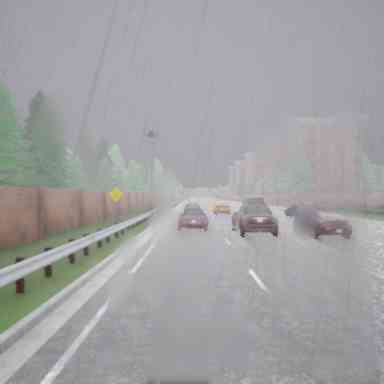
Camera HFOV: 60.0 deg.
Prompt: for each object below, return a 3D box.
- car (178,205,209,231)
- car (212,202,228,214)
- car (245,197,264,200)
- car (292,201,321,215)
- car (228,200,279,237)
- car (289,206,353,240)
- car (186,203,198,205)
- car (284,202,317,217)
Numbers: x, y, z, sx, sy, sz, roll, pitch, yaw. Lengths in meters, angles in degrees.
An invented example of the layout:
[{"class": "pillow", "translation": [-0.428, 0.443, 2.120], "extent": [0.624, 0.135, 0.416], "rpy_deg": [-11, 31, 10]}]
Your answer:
[{"class": "car", "translation": [0.099, 1.813, 22.541], "extent": [1.994, 1.385, 4.181], "rpy_deg": [0, -1, 0]}, {"class": "car", "translation": [3.597, 1.932, 41.281], "extent": [1.882, 1.535, 5.008], "rpy_deg": [0, 0, 0]}, {"class": "car", "translation": [7.098, 1.646, 38.473], "extent": [2.150, 2.045, 5.566], "rpy_deg": [0, 0, 0]}, {"class": "car", "translation": [14.098, 1.932, 41.282], "extent": [1.882, 1.535, 5.008], "rpy_deg": [0, 0, 0]}, {"class": "car", "translation": [3.599, 1.569, 19.688], "extent": [2.097, 1.767, 4.553], "rpy_deg": [0, -1, 0]}, {"class": "car", "translation": [7.100, 1.728, 18.317], "extent": [1.812, 1.442, 4.674], "rpy_deg": [0, 0, 0]}, {"class": "car", "translation": [0.099, 2.010, 40.539], "extent": [1.994, 1.385, 4.181], "rpy_deg": [0, -1, 0]}, {"class": "car", "translation": [10.598, 1.908, 32.767], "extent": [2.033, 1.411, 5.357], "rpy_deg": [0, -1, 0]}]
